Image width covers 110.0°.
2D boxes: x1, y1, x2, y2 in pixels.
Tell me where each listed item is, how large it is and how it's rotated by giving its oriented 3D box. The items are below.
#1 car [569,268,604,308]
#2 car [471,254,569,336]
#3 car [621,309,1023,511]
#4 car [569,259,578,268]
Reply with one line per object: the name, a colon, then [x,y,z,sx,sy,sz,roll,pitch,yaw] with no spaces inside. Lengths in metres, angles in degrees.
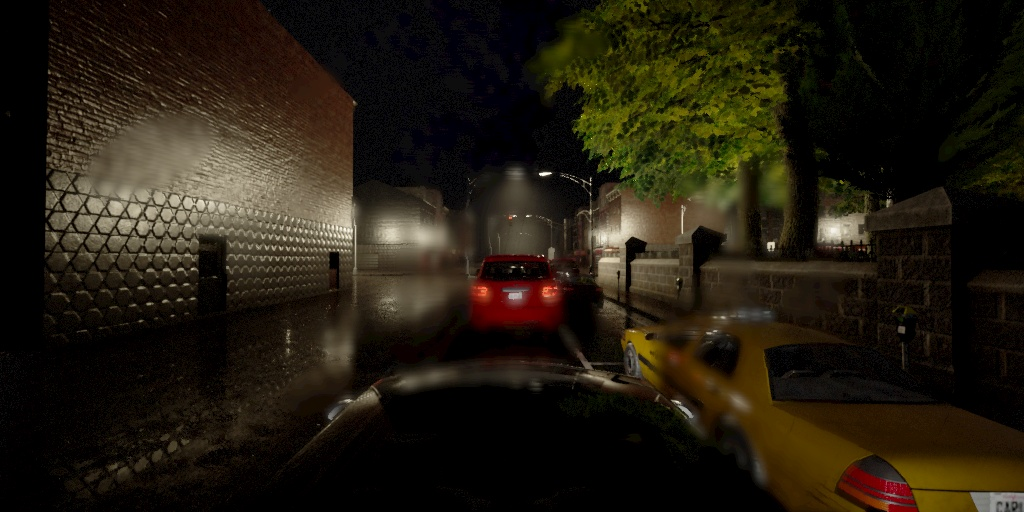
car: [2.632,1.338,14.917,1.802,1.307,4.207,0,0,0]
car: [0.096,0.974,10.504,2.150,2.045,5.566,0,0,0]
car: [2.637,1.276,4.189,1.751,1.417,4.829,0,0,0]
car: [2.630,1.076,20.366,2.192,1.841,5.009,0,0,0]
